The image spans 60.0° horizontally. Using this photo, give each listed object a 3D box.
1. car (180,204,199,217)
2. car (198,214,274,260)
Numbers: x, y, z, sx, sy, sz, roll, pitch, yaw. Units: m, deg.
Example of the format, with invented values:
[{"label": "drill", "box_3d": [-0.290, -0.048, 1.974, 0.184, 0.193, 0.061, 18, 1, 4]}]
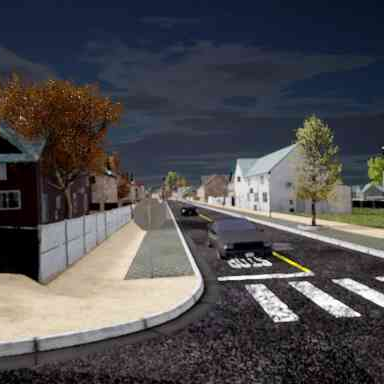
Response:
[{"label": "car", "box_3d": [-0.320, 2.049, 37.476, 1.994, 1.385, 4.181, -2, 0, -5]}, {"label": "car", "box_3d": [1.707, 1.759, 13.859, 2.033, 1.411, 5.357, -2, 0, -5]}]
